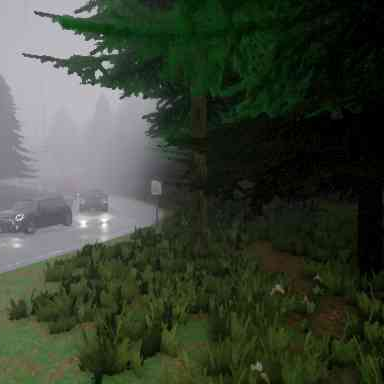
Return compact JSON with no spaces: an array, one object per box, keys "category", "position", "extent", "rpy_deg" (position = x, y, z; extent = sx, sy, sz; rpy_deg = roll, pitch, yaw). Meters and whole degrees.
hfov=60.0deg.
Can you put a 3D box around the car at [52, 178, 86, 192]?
[{"category":"car","position":[-12.866,-0.410,36.608],"extent":[5.566,2.045,2.150],"rpy_deg":[7,5,44]}]

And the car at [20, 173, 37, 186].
[{"category":"car","position":[-25.830,-2.127,52.412],"extent":[2.150,2.045,5.566],"rpy_deg":[0,5,-30]}]

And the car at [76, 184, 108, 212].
[{"category":"car","position":[-8.119,0.589,27.701],"extent":[2.097,1.767,4.553],"rpy_deg":[0,4,-14]}]

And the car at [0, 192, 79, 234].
[{"category":"car","position":[-8.505,1.138,17.854],"extent":[2.097,1.767,4.553],"rpy_deg":[0,2,15]}]

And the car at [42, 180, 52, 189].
[{"category":"car","position":[-18.493,-0.951,45.360],"extent":[4.892,1.490,1.837],"rpy_deg":[6,4,38]}]
